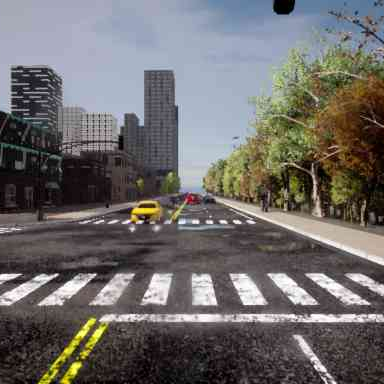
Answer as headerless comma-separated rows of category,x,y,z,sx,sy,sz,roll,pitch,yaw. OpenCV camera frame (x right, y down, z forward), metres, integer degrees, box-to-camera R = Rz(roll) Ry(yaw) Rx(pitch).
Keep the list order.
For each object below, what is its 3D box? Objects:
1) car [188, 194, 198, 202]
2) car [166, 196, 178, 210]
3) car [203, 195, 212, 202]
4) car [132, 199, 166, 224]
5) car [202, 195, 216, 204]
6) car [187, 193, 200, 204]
car,0.149,1.325,72.789,2.097,1.767,4.553,0,0,0
car,-3.268,1.533,41.847,2.033,1.411,5.357,0,0,0
car,3.388,1.471,73.092,1.837,1.490,4.892,0,0,0
car,-3.306,1.470,25.235,1.882,1.535,5.008,0,0,0
car,3.470,1.540,63.136,1.994,1.385,4.181,0,0,0
car,0.216,1.198,62.222,2.150,2.045,5.566,0,0,1
